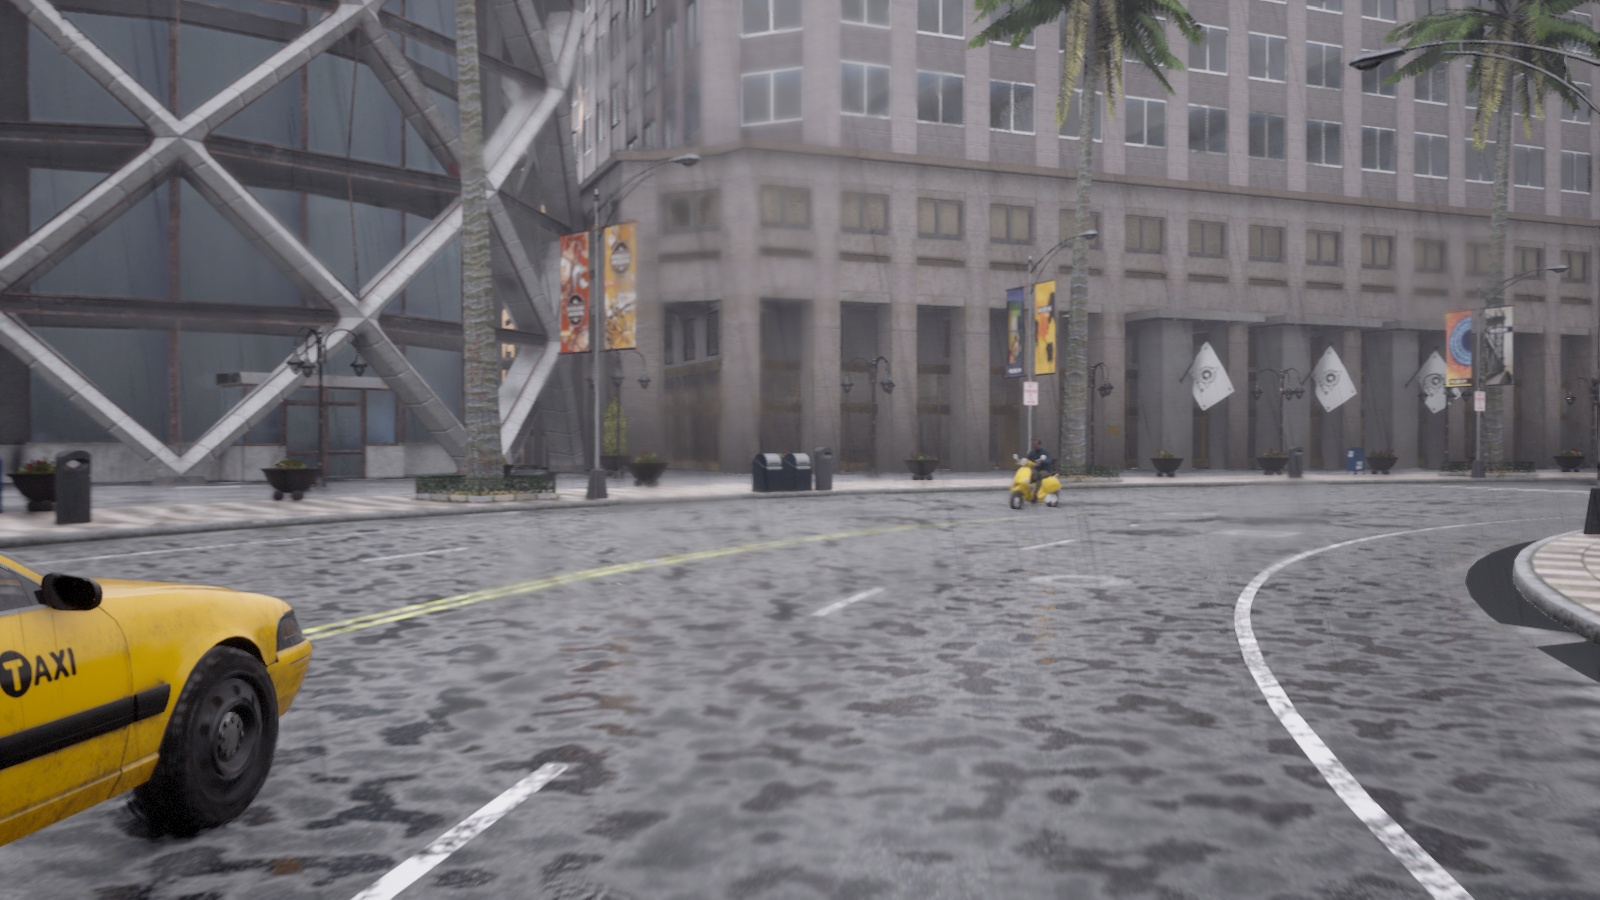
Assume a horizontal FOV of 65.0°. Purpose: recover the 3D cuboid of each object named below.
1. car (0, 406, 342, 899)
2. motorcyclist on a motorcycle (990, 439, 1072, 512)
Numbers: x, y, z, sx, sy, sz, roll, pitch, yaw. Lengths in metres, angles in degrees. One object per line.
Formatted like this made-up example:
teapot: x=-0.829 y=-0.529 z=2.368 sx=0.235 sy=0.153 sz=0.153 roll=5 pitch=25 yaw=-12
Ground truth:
car: x=-3.245 y=0.661 z=3.182 sx=1.801 sy=1.575 sz=5.366 roll=0 pitch=0 yaw=5
motorcyclist on a motorcycle: x=5.195 y=0.550 z=28.218 sx=1.817 sy=1.590 sz=0.866 roll=0 pitch=1 yaw=-42
